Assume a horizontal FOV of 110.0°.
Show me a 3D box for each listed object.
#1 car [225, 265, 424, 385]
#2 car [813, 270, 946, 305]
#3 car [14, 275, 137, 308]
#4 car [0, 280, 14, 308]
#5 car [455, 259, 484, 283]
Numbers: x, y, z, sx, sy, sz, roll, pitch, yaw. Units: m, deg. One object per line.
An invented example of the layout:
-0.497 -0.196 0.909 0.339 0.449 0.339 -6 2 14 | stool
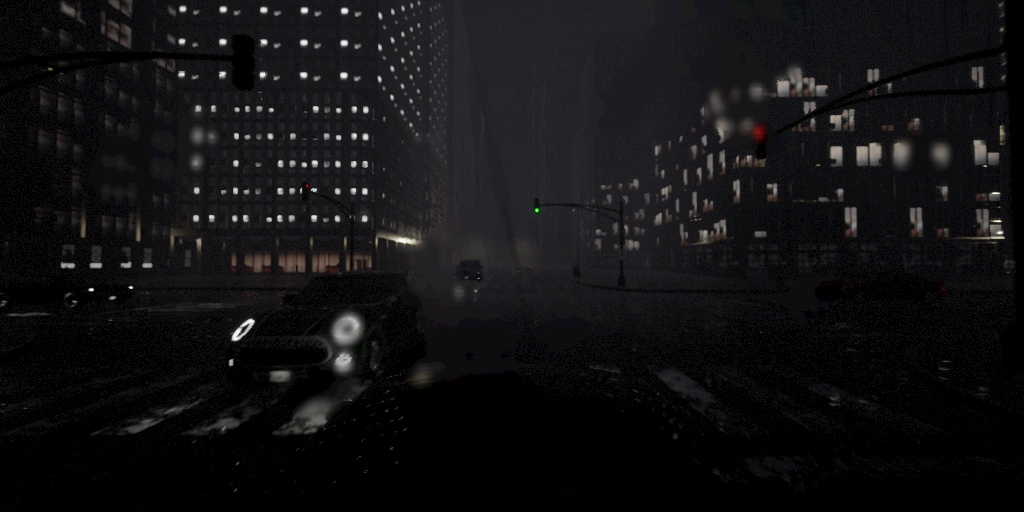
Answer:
-3.285 1.110 7.299 2.097 1.767 4.553 0 0 0 | car
17.190 1.427 16.964 5.008 1.535 1.882 0 -1 2 | car
-18.889 1.440 15.085 4.718 1.301 1.895 0 -1 2 | car
-20.248 1.263 11.879 4.892 1.490 1.837 0 -1 2 | car
-3.756 1.360 32.409 2.150 2.045 5.566 0 1 -1 | car
